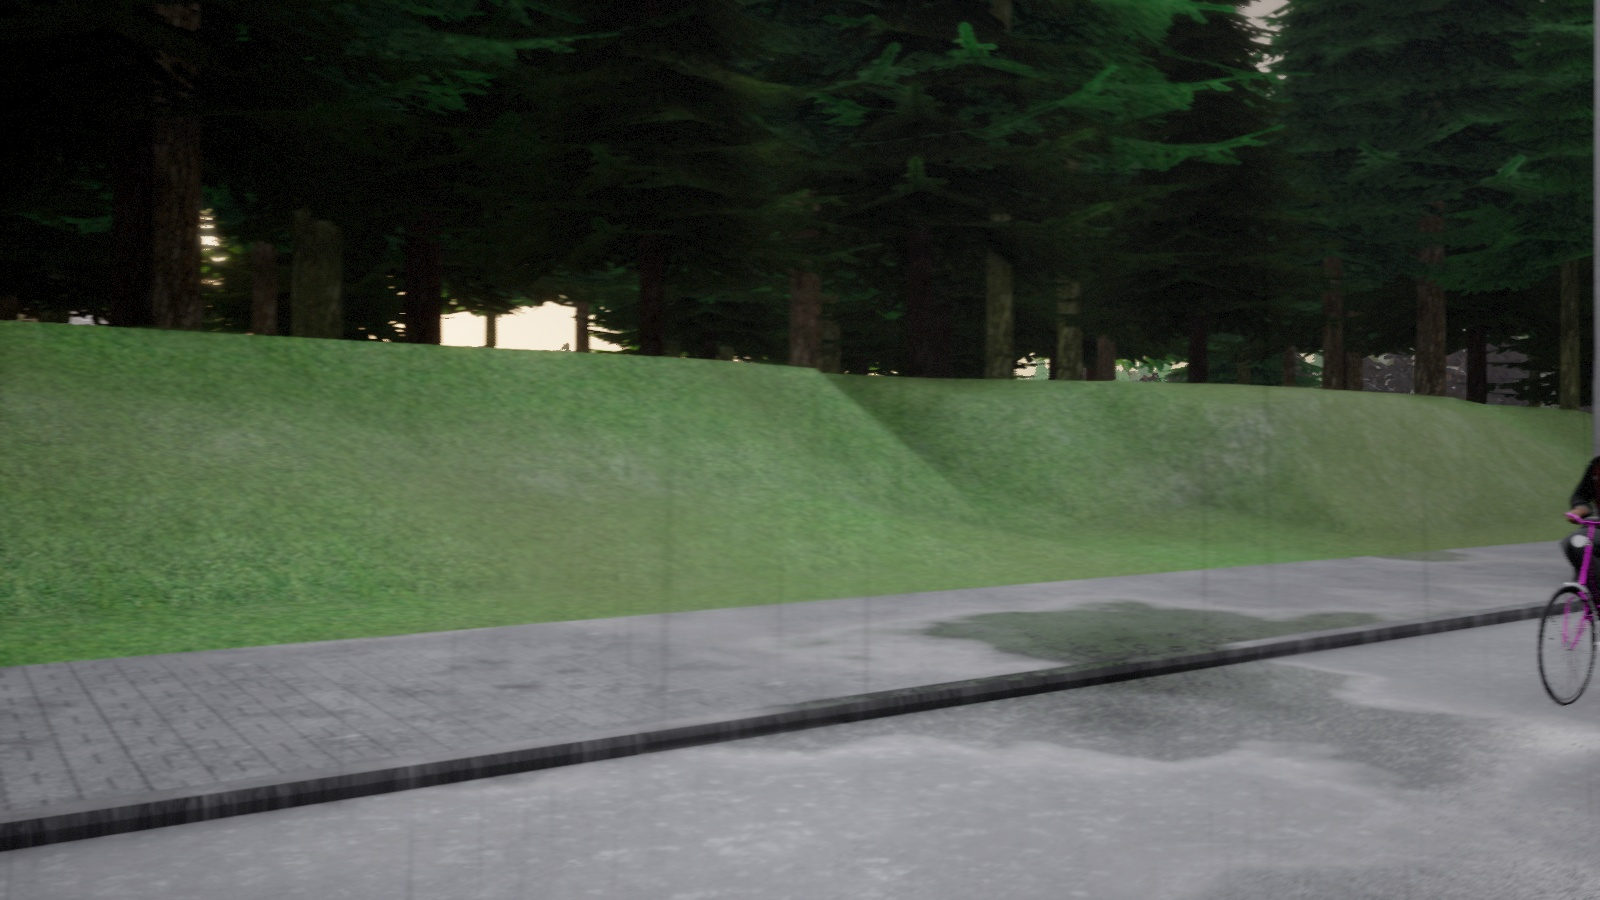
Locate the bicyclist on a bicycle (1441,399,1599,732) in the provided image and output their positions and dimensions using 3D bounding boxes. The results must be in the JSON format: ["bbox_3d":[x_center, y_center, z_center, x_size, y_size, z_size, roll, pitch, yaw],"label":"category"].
[{"bbox_3d":[4.649,0.620,7.503,1.843,1.776,0.659,0,0,-35],"label":"bicyclist on a bicycle"}]
